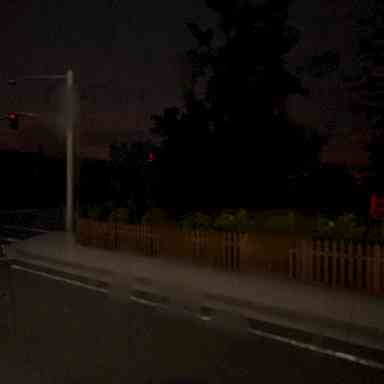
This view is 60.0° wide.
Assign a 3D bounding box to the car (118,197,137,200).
[{"bbox_3d":[-6.807,1.315,33.477,1.837,1.490,4.892,1,0,35],"label":"car"}]
